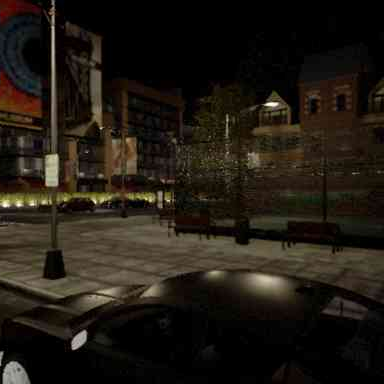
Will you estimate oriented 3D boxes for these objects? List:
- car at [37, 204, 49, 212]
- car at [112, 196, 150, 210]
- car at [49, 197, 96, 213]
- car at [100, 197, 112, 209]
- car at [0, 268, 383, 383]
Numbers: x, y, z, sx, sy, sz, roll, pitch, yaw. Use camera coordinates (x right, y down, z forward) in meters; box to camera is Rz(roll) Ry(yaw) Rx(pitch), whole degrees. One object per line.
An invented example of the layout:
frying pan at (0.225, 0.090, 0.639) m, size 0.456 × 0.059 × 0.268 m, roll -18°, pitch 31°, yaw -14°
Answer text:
car at (-15.799, 1.660, 39.571) m, size 1.895 × 1.301 × 4.718 m, roll 0°, pitch 0°, yaw 35°
car at (-7.848, 1.545, 44.816) m, size 2.128 × 1.511 × 4.902 m, roll 0°, pitch 0°, yaw 35°
car at (-13.091, 1.406, 37.331) m, size 2.097 × 1.767 × 4.553 m, roll 0°, pitch 0°, yaw 35°
car at (-10.688, 1.411, 46.862) m, size 2.097 × 1.767 × 4.553 m, roll 0°, pitch 0°, yaw 35°
car at (0.188, 1.482, 2.998) m, size 5.008 × 1.535 × 2.097 m, roll 0°, pitch 0°, yaw 35°
